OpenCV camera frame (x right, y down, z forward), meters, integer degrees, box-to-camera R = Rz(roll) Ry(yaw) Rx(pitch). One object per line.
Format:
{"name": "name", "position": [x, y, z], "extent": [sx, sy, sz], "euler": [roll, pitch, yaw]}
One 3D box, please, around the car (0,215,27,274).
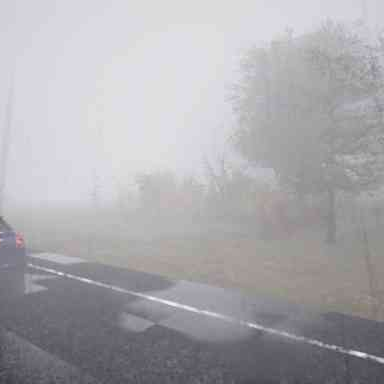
{"name": "car", "position": [-6.643, 1.333, 9.349], "extent": [4.553, 1.767, 2.097], "euler": [0, 0, 37]}
